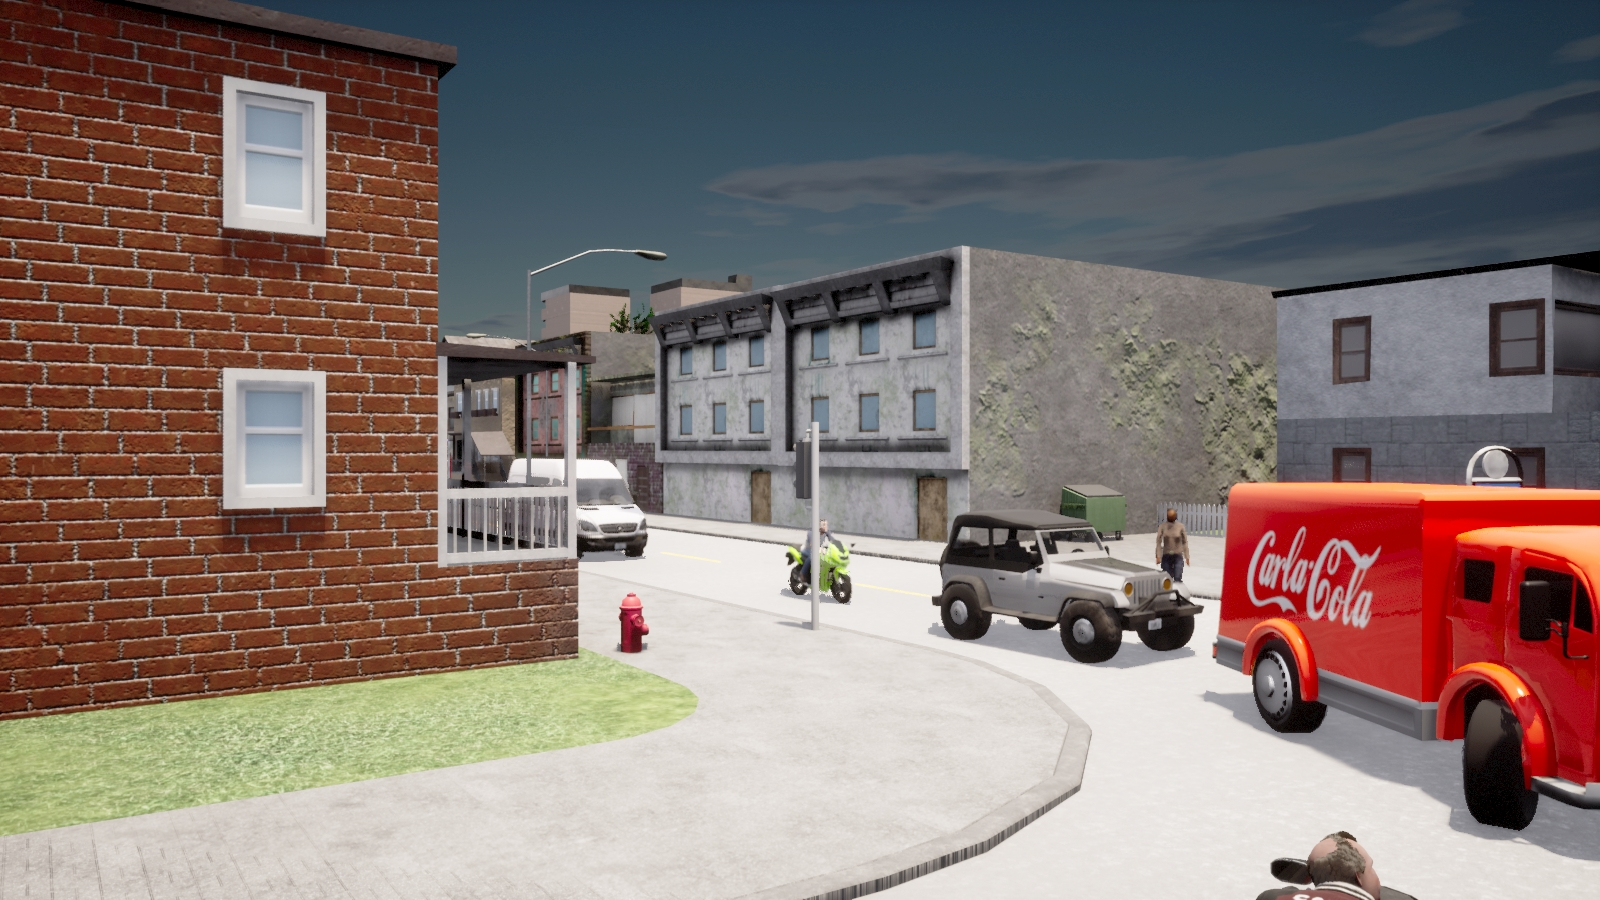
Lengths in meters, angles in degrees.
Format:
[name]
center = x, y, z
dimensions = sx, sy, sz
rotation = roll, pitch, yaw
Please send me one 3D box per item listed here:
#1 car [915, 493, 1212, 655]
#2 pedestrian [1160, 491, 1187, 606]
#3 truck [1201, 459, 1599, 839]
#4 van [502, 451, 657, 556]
[car]
center = 3.680, 1.637, 16.521
dimensions = 1.905, 1.878, 3.866
rotation = 0, 0, -36
[pedestrian]
center = 6.208, 1.628, 18.984
dimensions = 0.375, 1.860, 0.375
rotation = 0, 0, 28
[truck]
center = 6.070, 1.346, 10.324
dimensions = 2.627, 2.467, 5.204
rotation = 0, 0, -6
[van]
center = -6.113, 1.314, 31.031
dimensions = 1.988, 2.561, 5.915
rotation = 0, 0, -34
